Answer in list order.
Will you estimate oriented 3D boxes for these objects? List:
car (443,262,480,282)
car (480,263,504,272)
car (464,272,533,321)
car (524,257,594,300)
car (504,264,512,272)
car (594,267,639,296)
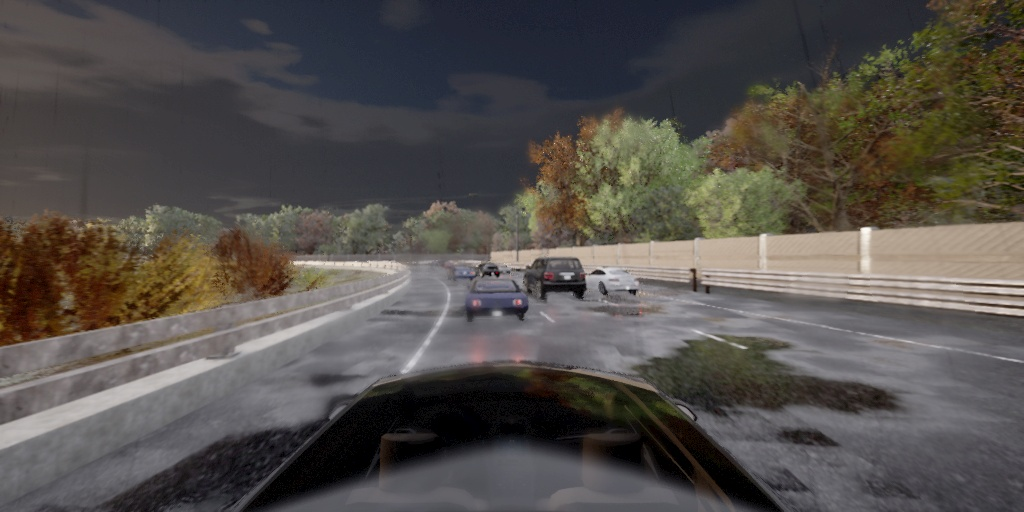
[{"bbox_3d":[-4.623,1.490,31.960,2.033,1.411,5.357,0,0,-17],"label":"car"},{"bbox_3d":[-2.638,1.465,36.948,1.837,1.490,4.892,0,0,-19],"label":"car"},{"bbox_3d":[-0.656,1.416,12.722,1.895,1.301,4.718,0,0,-6],"label":"car"},{"bbox_3d":[2.074,1.058,18.677,2.150,2.045,5.566,0,0,-9],"label":"car"},{"bbox_3d":[-1.742,1.598,44.257,1.895,1.301,4.718,0,0,-23],"label":"car"},{"bbox_3d":[5.349,1.352,20.005,1.812,1.442,4.674,0,0,-9],"label":"car"}]
